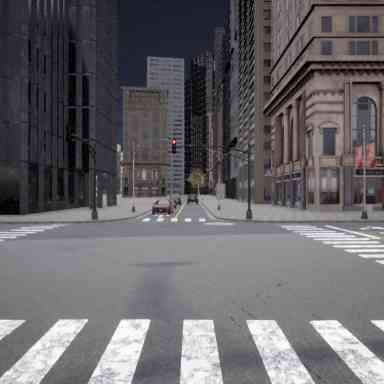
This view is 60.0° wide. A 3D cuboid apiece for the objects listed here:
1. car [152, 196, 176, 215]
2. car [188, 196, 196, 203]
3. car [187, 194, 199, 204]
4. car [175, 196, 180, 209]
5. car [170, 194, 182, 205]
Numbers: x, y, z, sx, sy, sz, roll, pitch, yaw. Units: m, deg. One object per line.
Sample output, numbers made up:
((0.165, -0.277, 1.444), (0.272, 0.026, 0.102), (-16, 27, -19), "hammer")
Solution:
((-3.027, 1.521, 35.000), (1.882, 1.535, 5.008), (0, 0, 1), "car")
((0.053, 1.660, 75.254), (1.837, 1.490, 4.892), (0, 0, 0), "car")
((0.147, 1.343, 64.823), (2.150, 2.045, 5.566), (0, 0, 0), "car")
((-3.040, 1.629, 44.889), (1.994, 1.385, 4.181), (0, 0, 0), "car")
((-3.031, 1.327, 59.072), (2.150, 2.045, 5.566), (0, 0, 0), "car")
